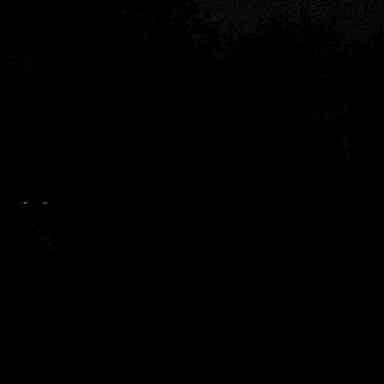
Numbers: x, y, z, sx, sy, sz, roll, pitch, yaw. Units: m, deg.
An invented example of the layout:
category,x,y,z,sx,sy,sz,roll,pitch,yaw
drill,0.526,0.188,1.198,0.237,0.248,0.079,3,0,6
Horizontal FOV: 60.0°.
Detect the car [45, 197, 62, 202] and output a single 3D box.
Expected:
category,x,y,z,sx,sy,sz,roll,pitch,yaw
car,-24.681,1.048,59.778,1.837,1.490,4.892,0,1,6
